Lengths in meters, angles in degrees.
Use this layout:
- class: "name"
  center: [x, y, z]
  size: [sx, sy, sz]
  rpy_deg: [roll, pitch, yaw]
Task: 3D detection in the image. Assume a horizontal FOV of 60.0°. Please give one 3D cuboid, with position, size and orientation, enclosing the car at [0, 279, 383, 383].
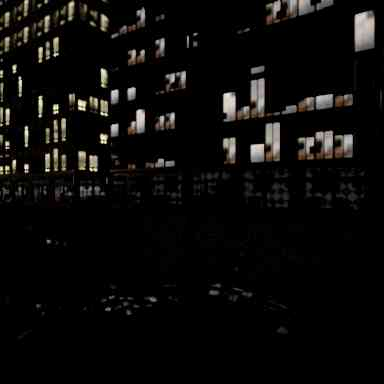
- class: "car"
  center: [-0.441, 1.565, 3.184]
  size: [4.313, 1.339, 1.947]
  rpy_deg: [0, 0, 36]
